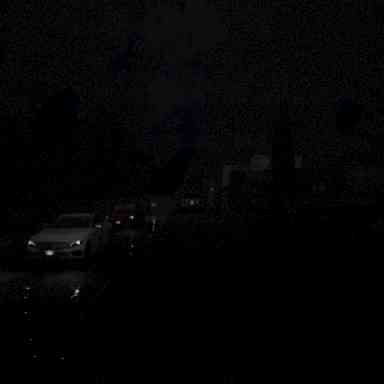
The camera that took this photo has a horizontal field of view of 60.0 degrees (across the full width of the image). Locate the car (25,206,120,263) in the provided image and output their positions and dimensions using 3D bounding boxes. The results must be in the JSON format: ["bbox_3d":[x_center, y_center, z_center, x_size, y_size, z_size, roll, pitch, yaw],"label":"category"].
[{"bbox_3d":[-4.088,1.452,11.848,1.812,1.442,4.674,0,0,0],"label":"car"}]

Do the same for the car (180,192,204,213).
[{"bbox_3d":[0.003,1.012,33.678,2.150,2.045,5.566,0,0,0],"label":"car"}]

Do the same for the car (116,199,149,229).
[{"bbox_3d":[-4.086,1.396,20.895,1.812,1.442,4.674,0,0,0],"label":"car"}]

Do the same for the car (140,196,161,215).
[{"bbox_3d":[-4.065,1.160,30.823,2.097,1.767,4.553,0,0,0],"label":"car"}]
